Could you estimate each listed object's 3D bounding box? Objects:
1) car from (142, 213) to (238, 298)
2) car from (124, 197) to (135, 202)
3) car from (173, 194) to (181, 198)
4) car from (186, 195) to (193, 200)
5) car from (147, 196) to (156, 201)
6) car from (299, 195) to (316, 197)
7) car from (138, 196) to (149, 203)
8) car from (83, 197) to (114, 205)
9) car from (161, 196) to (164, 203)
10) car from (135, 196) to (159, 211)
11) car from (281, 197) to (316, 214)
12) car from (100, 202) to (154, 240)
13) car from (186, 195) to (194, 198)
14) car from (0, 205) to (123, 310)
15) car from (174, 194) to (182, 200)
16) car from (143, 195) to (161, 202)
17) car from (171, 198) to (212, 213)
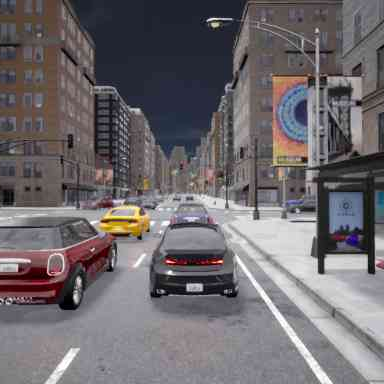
[{"bbox_3d":[0.023,1.508,8.531,1.837,1.490,4.892,0,0,-1],"label":"car"},{"bbox_3d":[-10.229,1.586,56.253,1.994,1.385,4.181,0,0,0],"label":"car"},{"bbox_3d":[-3.819,1.607,82.034,1.895,1.301,4.718,0,0,0],"label":"car"},{"bbox_3d":[-0.637,1.439,92.058,1.895,1.301,4.718,0,0,0],"label":"car"},{"bbox_3d":[-10.343,1.595,85.488,1.895,1.301,4.718,0,0,0],"label":"car"},{"bbox_3d":[13.405,1.355,39.084,5.566,2.045,2.150,0,-1,-1],"label":"car"},{"bbox_3d":[-10.241,1.523,70.538,1.837,1.490,4.892,0,0,0],"label":"car"},{"bbox_3d":[-11.823,1.406,42.321,2.097,1.767,4.553,0,1,22],"label":"car"},{"bbox_3d":[-6.990,1.547,70.383,1.812,1.442,4.674,0,0,0],"label":"car"},{"bbox_3d":[-5.854,1.639,42.580,1.994,1.385,4.181,0,1,-14],"label":"car"},{"bbox_3d":[12.533,1.592,35.823,4.892,1.490,1.837,0,-1,-1],"label":"car"},{"bbox_3d":[-3.282,1.485,17.088,1.882,1.535,5.008,0,0,-1],"label":"car"},{"bbox_3d":[-0.566,1.489,81.609,1.882,1.535,5.008,0,0,0],"label":"car"},{"bbox_3d":[-3.221,1.355,7.960,2.097,1.767,4.553,0,0,-1],"label":"car"},{"bbox_3d":[-3.887,1.369,92.006,2.128,1.511,4.902,0,0,0],"label":"car"},{"bbox_3d":[-6.978,1.373,55.940,2.097,1.767,4.553,0,0,0],"label":"car"},{"bbox_3d":[-0.036,1.360,17.467,2.097,1.767,4.553,0,0,0],"label":"car"}]
